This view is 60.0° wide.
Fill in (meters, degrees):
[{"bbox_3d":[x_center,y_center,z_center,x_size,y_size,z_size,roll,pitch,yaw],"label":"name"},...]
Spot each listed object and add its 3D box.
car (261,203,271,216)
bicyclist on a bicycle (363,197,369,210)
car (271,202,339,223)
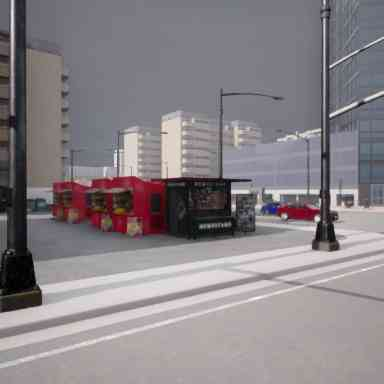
[{"bbox_3d":[8.879,1.691,32.762,1.812,1.442,4.674,0,-1,-36],"label":"car"},{"bbox_3d":[22.211,1.466,42.457,1.656,1.620,0.582,0,0,-36],"label":"bicyclist on a bicycle"},{"bbox_3d":[9.126,1.585,26.481,1.882,1.535,5.008,0,0,-36],"label":"car"}]
